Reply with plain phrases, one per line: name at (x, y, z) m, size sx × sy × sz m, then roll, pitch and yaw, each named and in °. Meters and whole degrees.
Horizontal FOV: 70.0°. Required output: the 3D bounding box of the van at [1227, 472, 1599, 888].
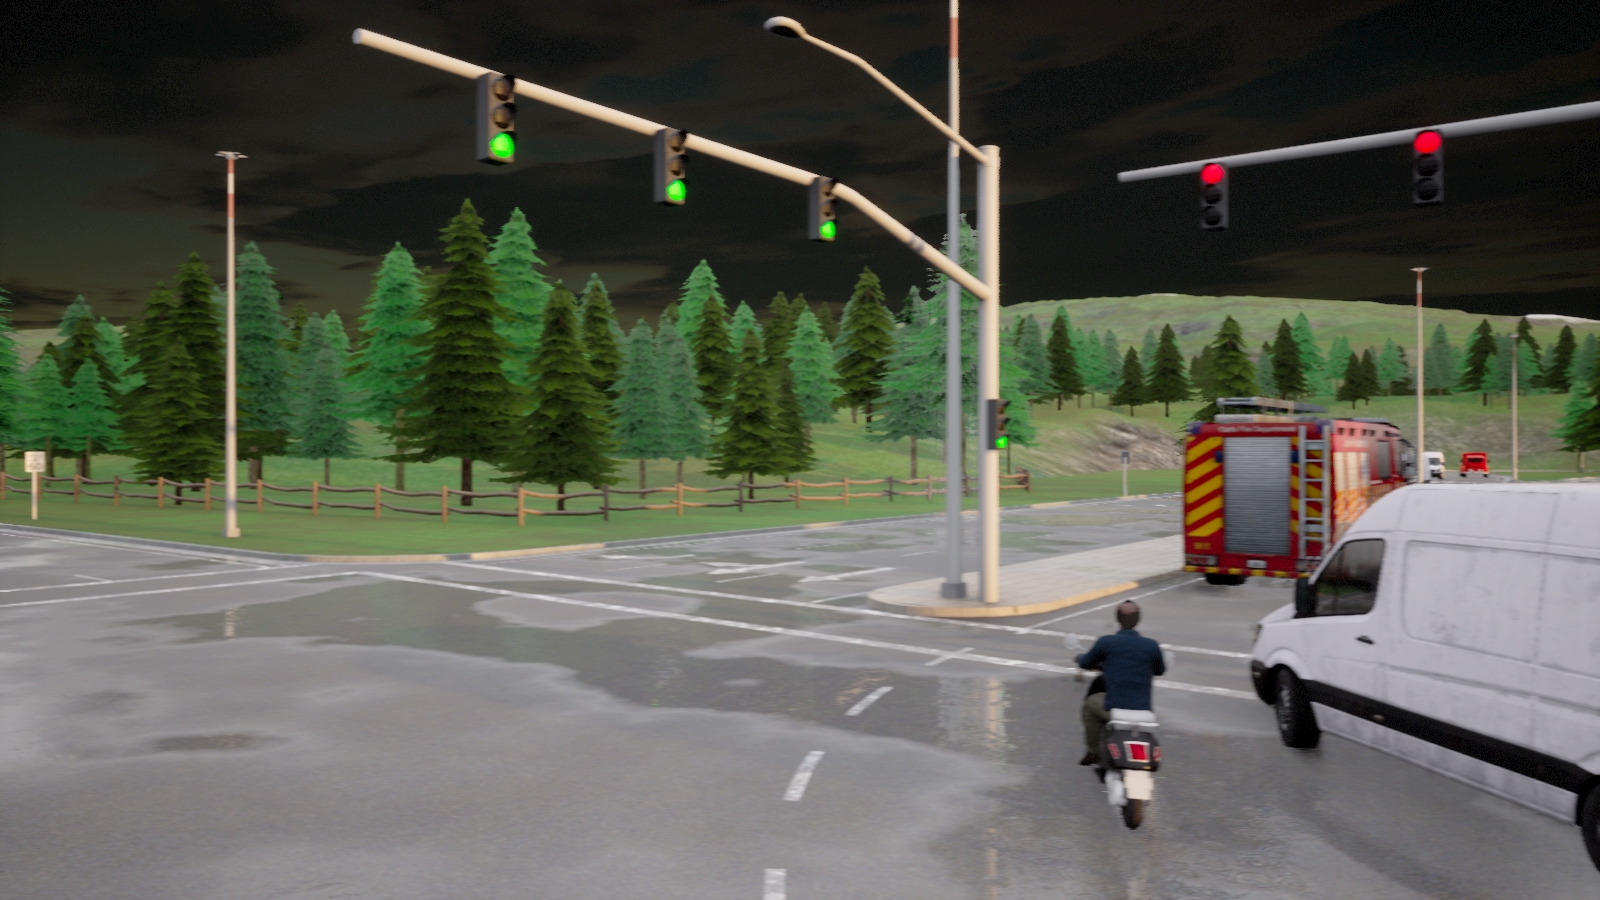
van at (5.868, 1.530, 9.023) m, size 1.988 × 2.561 × 5.915 m, roll 0°, pitch 0°, yaw -10°

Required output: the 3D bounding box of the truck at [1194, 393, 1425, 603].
truck at (11.470, 0.877, 25.143) m, size 2.891 × 3.827 × 8.468 m, roll 0°, pitch 0°, yaw 36°

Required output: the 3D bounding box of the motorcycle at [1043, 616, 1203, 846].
motorcycle at (2.495, 2.137, 9.065) m, size 0.856 × 1.316 × 1.805 m, roll 3°, pitch 0°, yaw 6°
